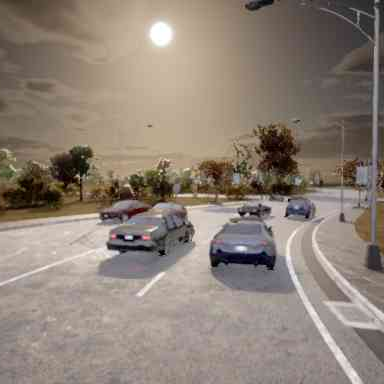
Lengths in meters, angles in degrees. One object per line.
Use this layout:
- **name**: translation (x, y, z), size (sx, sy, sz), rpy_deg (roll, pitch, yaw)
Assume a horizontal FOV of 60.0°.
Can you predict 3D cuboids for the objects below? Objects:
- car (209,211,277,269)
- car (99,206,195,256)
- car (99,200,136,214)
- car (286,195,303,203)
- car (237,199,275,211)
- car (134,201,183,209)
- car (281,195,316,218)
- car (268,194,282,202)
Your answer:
- **car**: translation (1.835, 1.567, 11.349), size (1.994, 1.385, 4.181), rpy_deg (1, 0, 13)
- **car**: translation (-1.384, 1.514, 13.178), size (2.033, 1.411, 5.357), rpy_deg (1, 0, 15)
- **car**: translation (-4.849, 1.350, 24.824), size (1.882, 1.535, 5.008), rpy_deg (1, 0, 23)
- **car**: translation (18.515, 1.210, 59.765), size (1.895, 1.301, 4.718), rpy_deg (1, 2, 31)
- **car**: translation (5.793, 1.587, 30.267), size (1.895, 1.301, 4.718), rpy_deg (1, 0, 28)
- **car**: translation (-1.780, 1.446, 23.131), size (1.812, 1.442, 4.674), rpy_deg (1, 0, 23)
- **car**: translation (10.101, 1.393, 30.769), size (2.097, 1.767, 4.553), rpy_deg (1, 1, 29)
- **car**: translation (15.565, 1.110, 61.653), size (1.994, 1.385, 4.181), rpy_deg (1, 2, 31)
